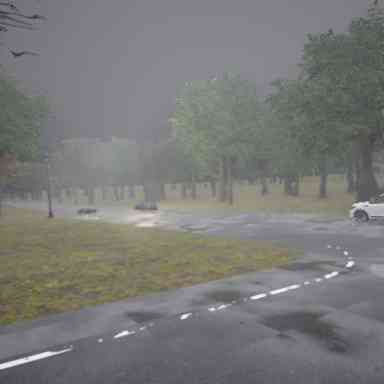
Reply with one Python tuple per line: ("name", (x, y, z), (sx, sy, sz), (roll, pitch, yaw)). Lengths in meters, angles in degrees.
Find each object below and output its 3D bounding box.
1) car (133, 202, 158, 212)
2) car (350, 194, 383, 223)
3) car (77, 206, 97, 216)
("car", (-7.293, 2.252, 51.224), (2.033, 1.411, 5.357), (-4, 1, -36))
("car", (13.567, 1.037, 22.282), (2.150, 2.045, 5.566), (-4, 1, -36))
("car", (-16.291, 2.874, 51.510), (1.895, 1.301, 4.718), (-4, 1, -35))
